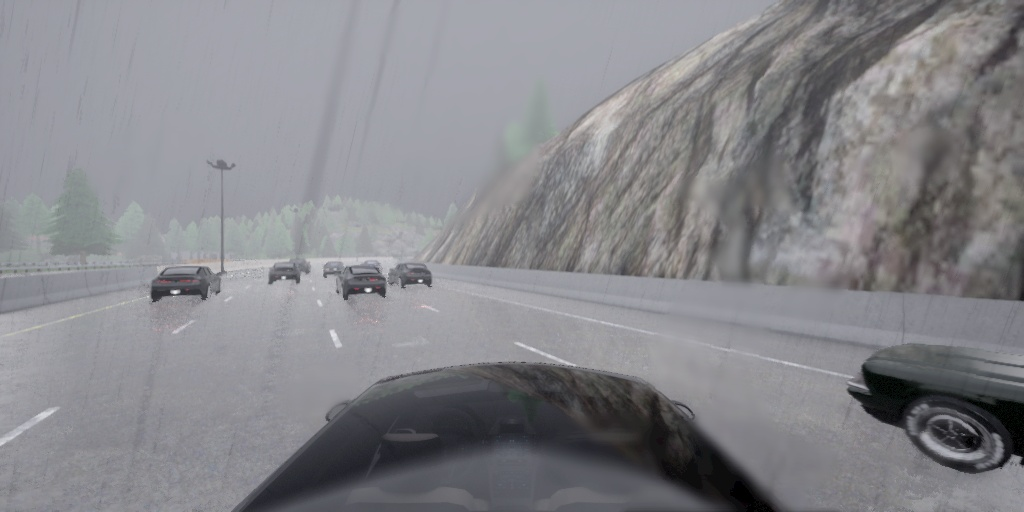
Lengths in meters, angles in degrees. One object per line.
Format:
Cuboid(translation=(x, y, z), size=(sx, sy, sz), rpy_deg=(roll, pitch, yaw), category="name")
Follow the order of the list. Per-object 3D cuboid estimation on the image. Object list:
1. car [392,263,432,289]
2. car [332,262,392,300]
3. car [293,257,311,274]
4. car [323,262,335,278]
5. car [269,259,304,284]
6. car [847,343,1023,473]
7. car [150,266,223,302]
Cuboid(translation=(-6.595, 1.204, 23.023), size=(1.837, 1.490, 4.892), rpy_deg=(0, 0, -31), category="car")
Cuboid(translation=(-7.533, 1.219, 17.755), size=(1.837, 1.490, 4.892), rpy_deg=(0, 0, -31), category="car")
Cuboid(translation=(-23.062, 1.022, 38.798), size=(2.097, 1.767, 4.553), rpy_deg=(0, 0, -26), category="car")
Cuboid(translation=(-16.529, 1.226, 33.415), size=(2.033, 1.411, 5.357), rpy_deg=(0, 0, -27), category="car")
Cuboid(translation=(-16.556, 1.202, 26.257), size=(1.837, 1.490, 4.892), rpy_deg=(0, 0, -29), category="car")
Cuboid(translation=(5.642, 1.347, 2.474), size=(1.895, 1.301, 4.718), rpy_deg=(0, 0, -31), category="car")
Cuboid(translation=(-15.185, 1.223, 16.924), size=(1.837, 1.490, 4.892), rpy_deg=(0, 0, -31), category="car")
